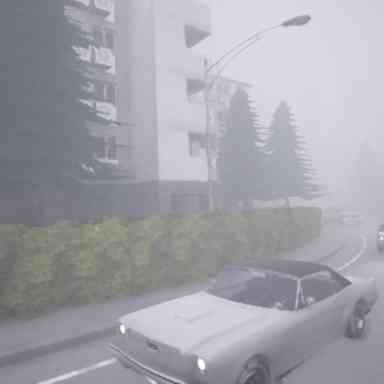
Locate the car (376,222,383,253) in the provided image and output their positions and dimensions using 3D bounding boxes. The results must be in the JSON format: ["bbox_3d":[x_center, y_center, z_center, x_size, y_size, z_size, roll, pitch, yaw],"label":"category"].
[{"bbox_3d":[9.759,2.050,15.631,1.895,1.301,4.718,-4,-3,30],"label":"car"}]

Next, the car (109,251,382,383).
[{"bbox_3d":[1.157,1.836,5.257,4.718,1.301,1.895,1,-4,-43],"label":"car"}]

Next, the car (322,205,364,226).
[{"bbox_3d":[15.588,2.430,34.713,2.150,2.045,5.566,-2,-3,-2],"label":"car"}]
